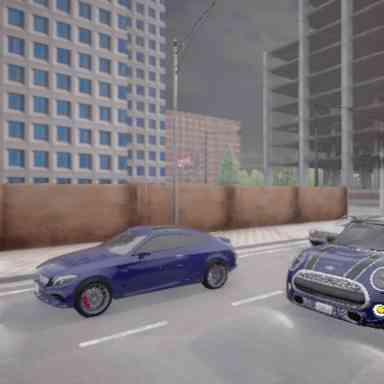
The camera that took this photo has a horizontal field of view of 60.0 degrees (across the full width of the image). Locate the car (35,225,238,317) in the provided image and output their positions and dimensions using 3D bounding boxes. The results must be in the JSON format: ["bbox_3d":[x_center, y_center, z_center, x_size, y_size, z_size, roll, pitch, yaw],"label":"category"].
[{"bbox_3d":[-1.004,1.519,7.574,4.674,1.442,1.812,0,0,-36],"label":"car"}]

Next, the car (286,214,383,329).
[{"bbox_3d":[4.026,1.332,6.860,4.553,1.767,2.097,0,0,-35],"label":"car"}]

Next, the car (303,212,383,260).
[{"bbox_3d":[6.631,1.567,13.007,4.718,1.301,1.895,0,0,-35],"label":"car"}]

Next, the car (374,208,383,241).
[{"bbox_3d":[10.824,1.477,15.932,4.674,1.442,1.812,0,0,-36],"label":"car"}]
